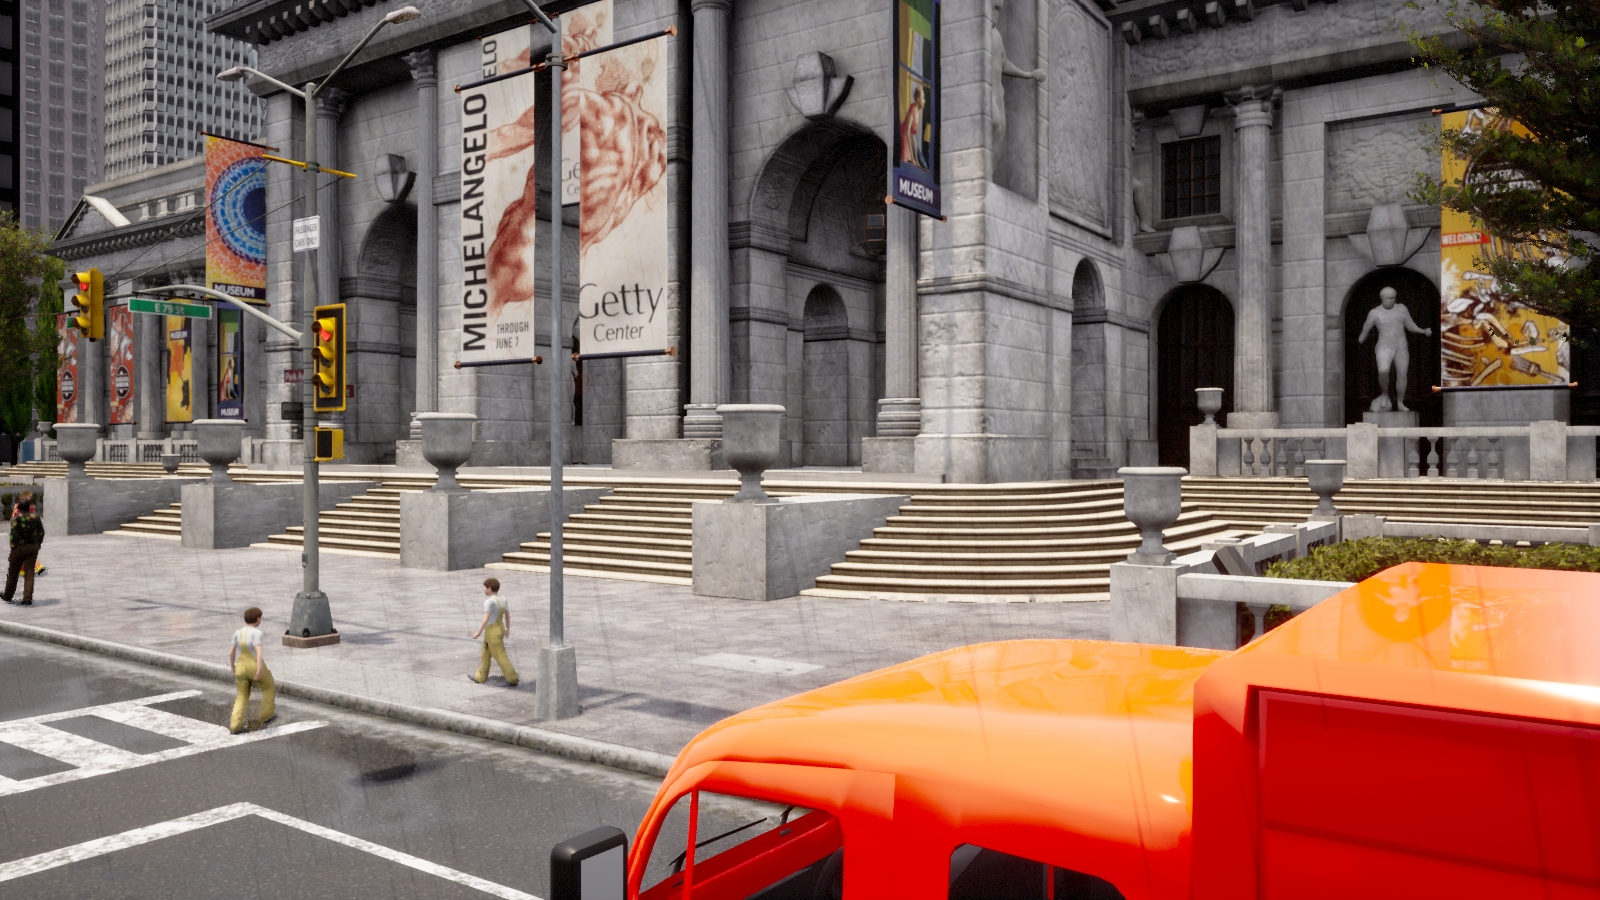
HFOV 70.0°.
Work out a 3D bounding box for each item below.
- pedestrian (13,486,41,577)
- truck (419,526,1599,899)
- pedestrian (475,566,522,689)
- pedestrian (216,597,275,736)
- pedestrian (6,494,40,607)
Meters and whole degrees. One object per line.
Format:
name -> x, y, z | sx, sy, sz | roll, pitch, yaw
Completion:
pedestrian -> -16.092, 1.686, 23.776 | 0.375, 1.860, 0.375 | 0, 0, 35
truck -> 1.935, 1.568, 2.414 | 5.204, 2.467, 2.627 | 0, 0, 35
pedestrian -> -3.376, 1.972, 12.785 | 0.375, 1.300, 0.375 | 0, 0, 14
pedestrian -> -5.471, 2.124, 11.282 | 0.375, 1.300, 0.375 | 0, 0, 7
pedestrian -> -13.142, 1.687, 19.317 | 0.375, 1.860, 0.375 | 0, 0, 36
